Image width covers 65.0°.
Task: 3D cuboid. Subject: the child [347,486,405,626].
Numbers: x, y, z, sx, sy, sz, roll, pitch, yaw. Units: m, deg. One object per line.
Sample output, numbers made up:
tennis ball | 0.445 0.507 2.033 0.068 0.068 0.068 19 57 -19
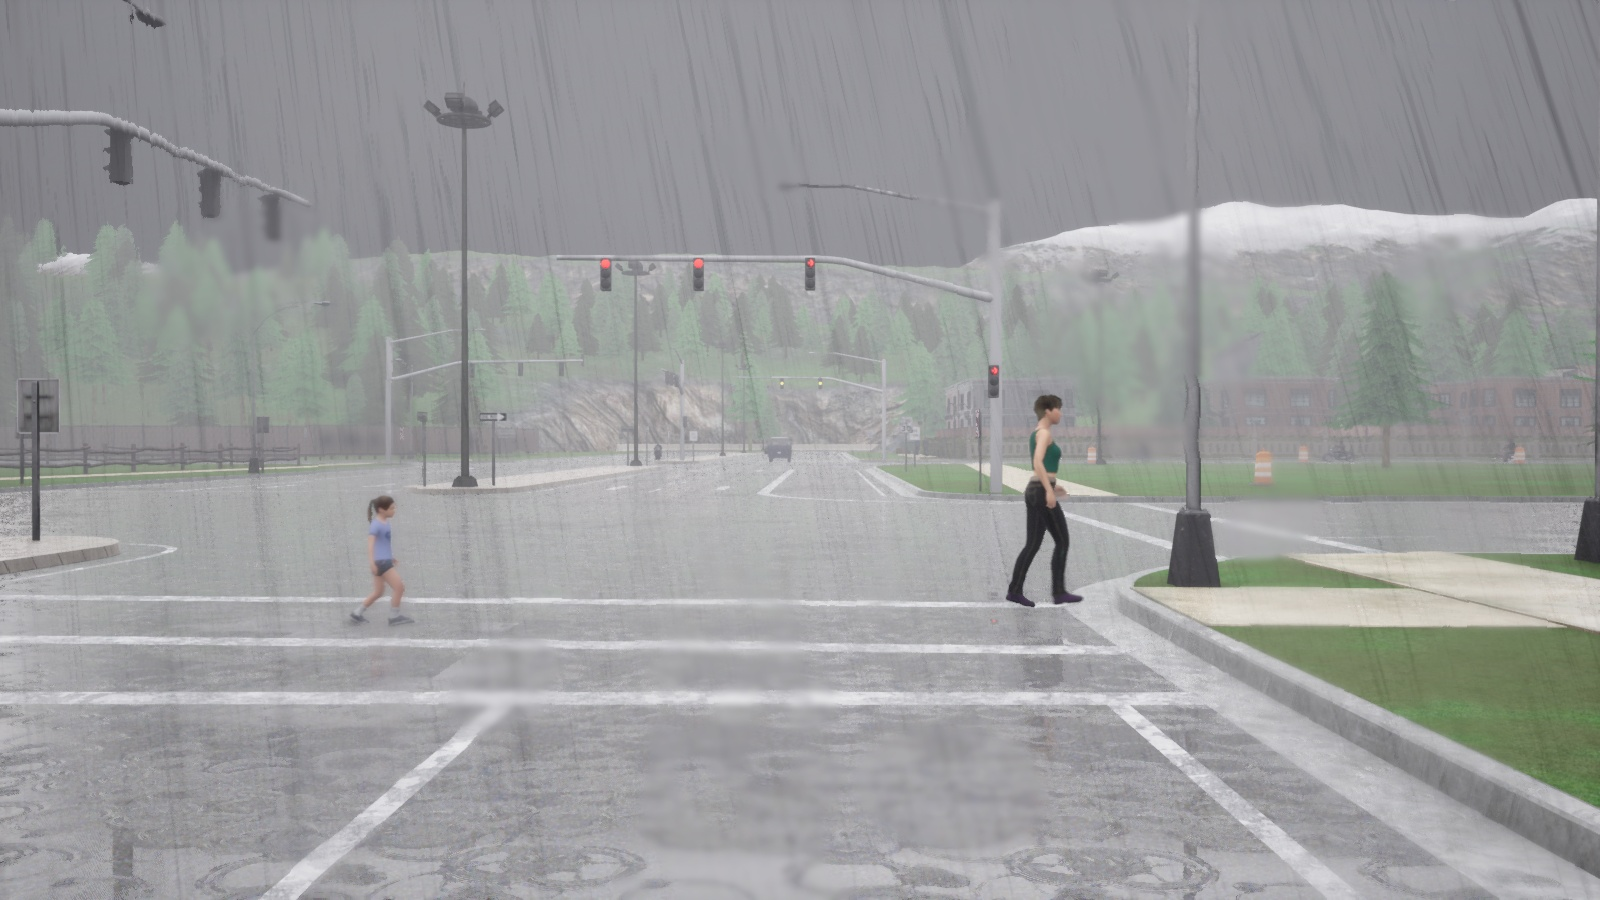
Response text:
child | -3.444 0.855 10.219 0.394 1.110 0.255 0 0 -4

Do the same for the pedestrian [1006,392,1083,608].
pedestrian | 2.101 0.424 10.835 0.594 1.836 0.345 0 0 0
